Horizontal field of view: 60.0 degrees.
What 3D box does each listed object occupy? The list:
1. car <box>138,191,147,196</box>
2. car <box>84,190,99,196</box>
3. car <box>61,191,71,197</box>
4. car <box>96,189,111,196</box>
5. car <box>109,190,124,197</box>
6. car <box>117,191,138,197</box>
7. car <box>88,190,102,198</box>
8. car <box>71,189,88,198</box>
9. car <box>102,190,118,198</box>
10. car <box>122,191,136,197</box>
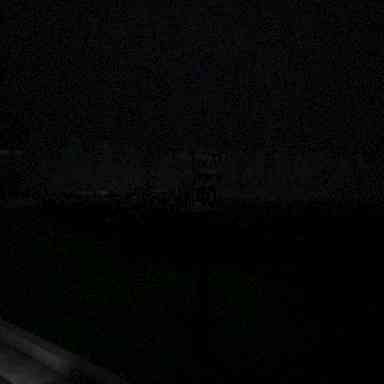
[{"bbox_3d":[-12.766,0.461,85.219,1.882,1.535,5.008,1,0,10],"label":"car"},{"bbox_3d":[-26.535,0.327,87.747,1.812,1.442,4.674,1,0,10],"label":"car"},{"bbox_3d":[-28.419,0.564,77.500,2.033,1.411,5.357,1,0,10],"label":"car"},{"bbox_3d":[-23.096,0.203,87.084,2.097,1.767,4.553,1,0,10],"label":"car"},{"bbox_3d":[-19.650,0.371,86.483,1.882,1.535,5.008,1,0,10],"label":"car"},{"bbox_3d":[-14.576,0.756,75.382,1.994,1.385,4.181,1,0,10],"label":"car"},{"bbox_3d":[-21.455,0.708,76.676,1.895,1.301,4.718,1,0,10],"label":"car"},{"bbox_3d":[-24.968,0.284,76.895,2.150,2.045,5.566,1,0,10],"label":"car"},{"bbox_3d":[-18.004,0.503,76.076,2.097,1.767,4.553,1,0,10],"label":"car"},{"bbox_3d":[-16.209,0.491,85.851,1.994,1.385,4.181,1,0,10],"label":"car"}]
